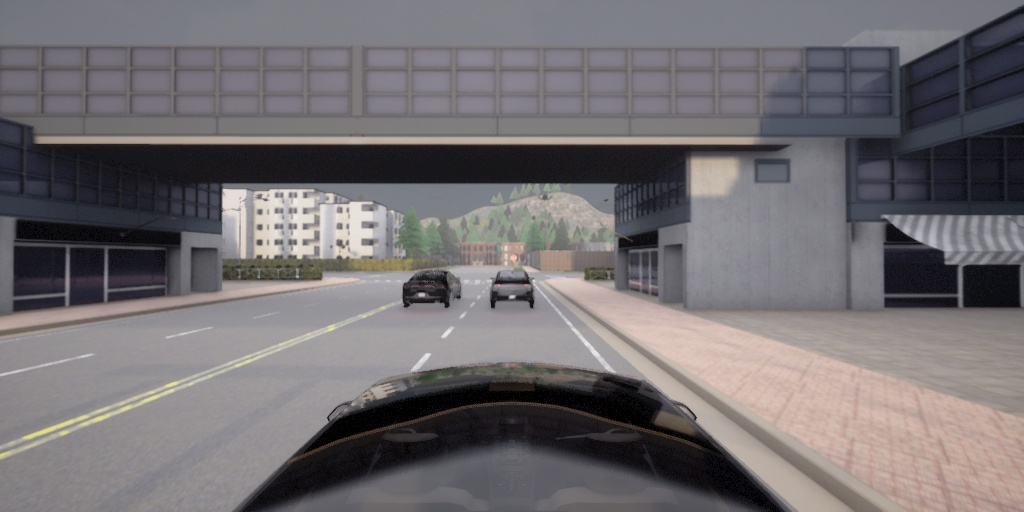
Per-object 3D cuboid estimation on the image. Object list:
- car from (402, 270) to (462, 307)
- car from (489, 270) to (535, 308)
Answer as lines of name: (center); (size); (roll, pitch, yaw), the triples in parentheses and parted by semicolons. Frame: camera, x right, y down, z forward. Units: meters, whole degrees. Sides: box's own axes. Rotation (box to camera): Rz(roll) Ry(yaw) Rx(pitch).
car: (-3.481, 1.365, 16.335); (1.882, 1.535, 5.008); (0, 0, 0)
car: (0.017, 1.378, 16.141); (2.128, 1.511, 4.902); (0, 0, 0)
